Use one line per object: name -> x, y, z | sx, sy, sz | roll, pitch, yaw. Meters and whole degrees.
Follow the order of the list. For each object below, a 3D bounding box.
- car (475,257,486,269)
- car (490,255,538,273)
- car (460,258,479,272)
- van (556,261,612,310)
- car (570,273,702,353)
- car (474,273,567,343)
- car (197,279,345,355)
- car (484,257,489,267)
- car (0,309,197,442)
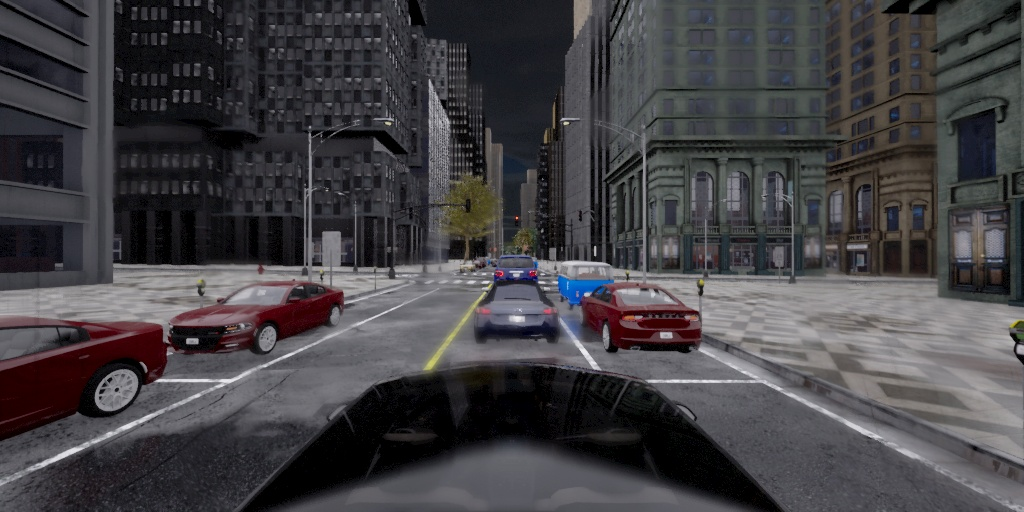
car -> -5.702, 1.326, 57.394 | 1.888, 1.381, 4.507 | 0, 0, 0
car -> 0.139, 0.975, 19.066 | 2.150, 2.045, 5.566 | 0, 0, -1
car -> -5.720, 1.297, 46.644 | 1.751, 1.417, 4.829 | 0, 0, 0
van -> 2.790, 1.093, 14.219 | 1.690, 1.789, 3.998 | 0, 0, 0
car -> 2.784, 1.296, 8.694 | 1.888, 1.381, 4.507 | 0, 0, 0
car -> 0.110, 1.315, 9.653 | 1.994, 1.385, 4.181 | 0, 0, 0
car -> -5.772, 1.296, 8.721 | 1.888, 1.381, 4.507 | 0, 0, 0
car -> -5.697, 1.101, 62.683 | 2.192, 1.841, 5.009 | 0, 0, 0
car -> -5.776, 1.295, 3.196 | 1.888, 1.381, 4.507 | 0, 0, 0
